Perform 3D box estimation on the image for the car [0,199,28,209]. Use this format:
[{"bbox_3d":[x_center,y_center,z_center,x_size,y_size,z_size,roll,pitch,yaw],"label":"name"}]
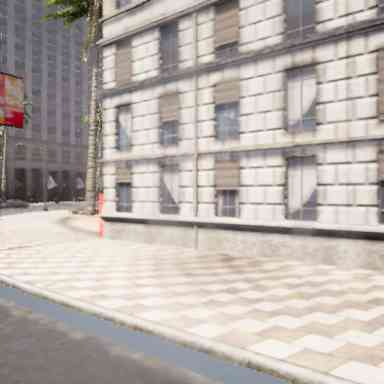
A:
[{"bbox_3d":[-25.541,1.729,47.314,1.994,1.385,4.181,0,0,24],"label":"car"}]
